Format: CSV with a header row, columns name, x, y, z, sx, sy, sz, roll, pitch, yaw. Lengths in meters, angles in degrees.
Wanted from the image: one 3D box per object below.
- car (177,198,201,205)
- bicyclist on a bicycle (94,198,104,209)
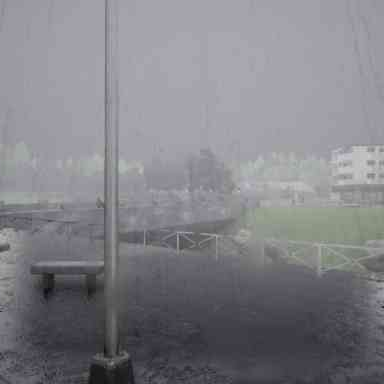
name,x,y,z,sx,sy,sz,roll,pitch,yaw
car,-0.361,1.564,48.367,1.994,1.385,4.181,0,0,36
bicyclist on a bicycle,-8.304,1.349,29.832,1.656,1.620,0.582,0,0,35
